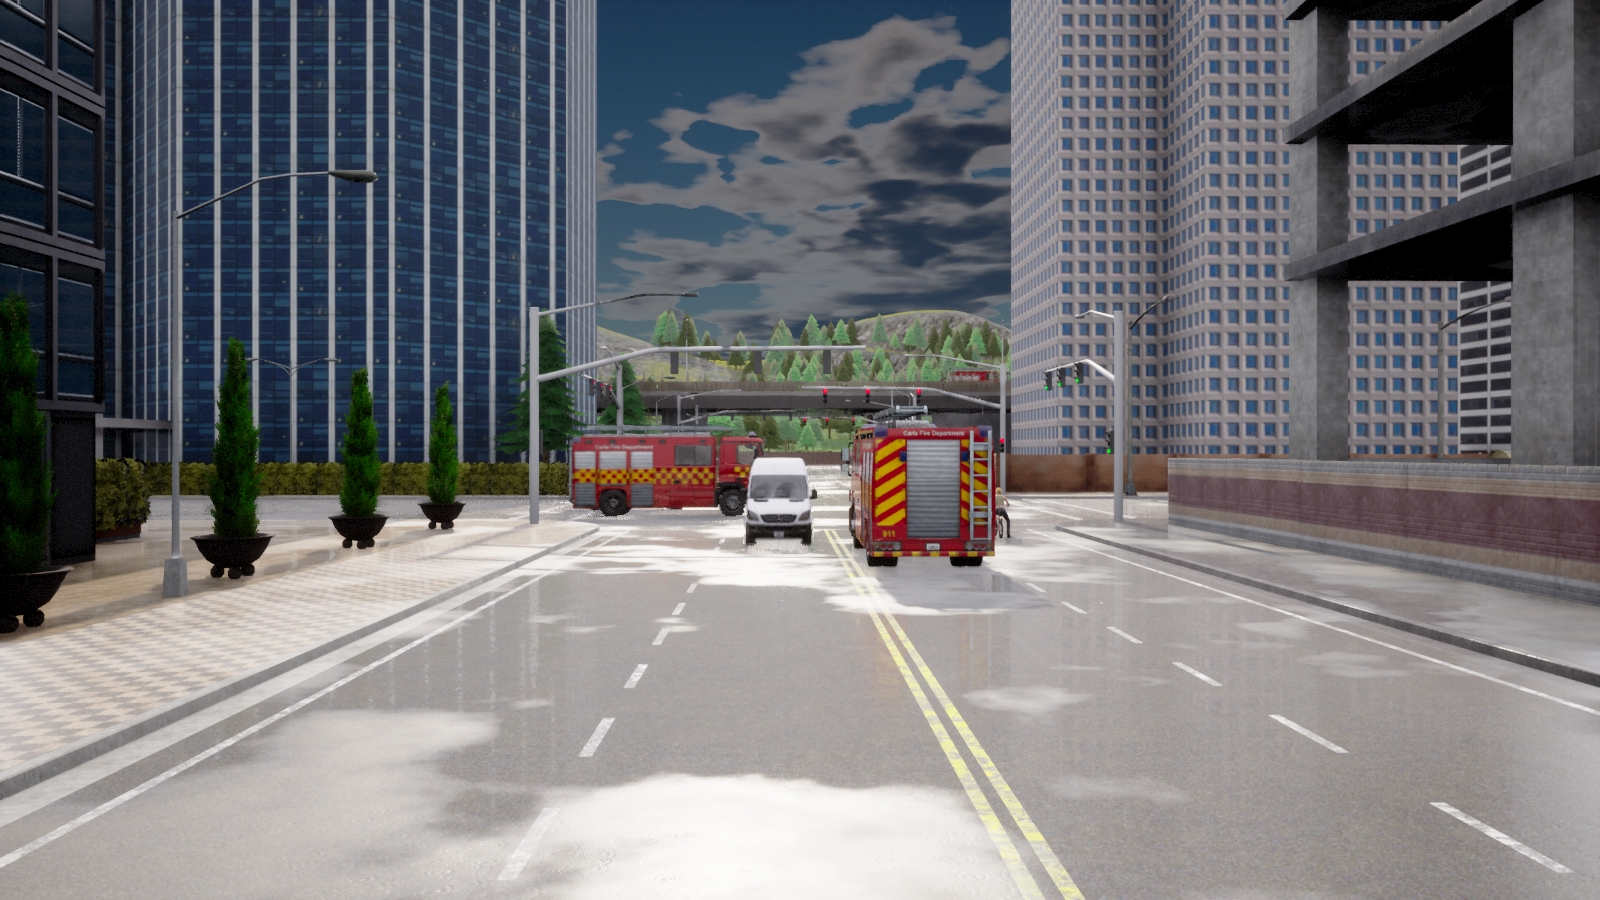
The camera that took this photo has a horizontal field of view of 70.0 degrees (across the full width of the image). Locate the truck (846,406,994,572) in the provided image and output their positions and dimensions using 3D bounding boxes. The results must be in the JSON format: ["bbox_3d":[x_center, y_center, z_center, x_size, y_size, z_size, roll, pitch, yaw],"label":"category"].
[{"bbox_3d":[2.932,0.891,30.480,2.891,3.827,8.468,0,0,-1],"label":"truck"}]

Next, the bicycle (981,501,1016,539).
[{"bbox_3d":[6.346,2.233,36.588,0.859,1.126,1.487,0,0,-1],"label":"bicycle"}]

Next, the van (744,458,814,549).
[{"bbox_3d":[-0.659,1.535,35.581,1.988,2.561,5.915,0,0,-1],"label":"van"}]

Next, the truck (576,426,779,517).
[{"bbox_3d":[-5.172,0.891,49.352,8.468,3.827,2.891,0,0,-2],"label":"truck"}]
